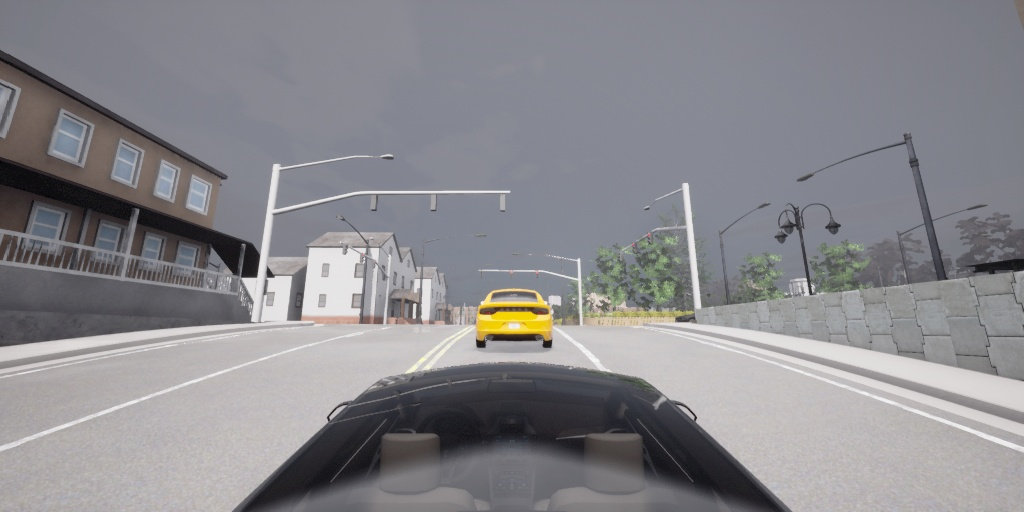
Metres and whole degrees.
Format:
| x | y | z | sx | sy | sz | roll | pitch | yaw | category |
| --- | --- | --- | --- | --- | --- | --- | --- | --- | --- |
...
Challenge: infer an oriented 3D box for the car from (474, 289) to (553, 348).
| x | y | z | sx | sy | sz | roll | pitch | yaw | category |
| --- | --- | --- | --- | --- | --- | --- | --- | --- | --- |
| 0.060 | 1.723 | 10.545 | 1.882 | 1.535 | 5.008 | 0 | -7 | 0 | car |

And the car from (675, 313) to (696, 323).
| x | y | z | sx | sy | sz | roll | pitch | yaw | category |
| --- | --- | --- | --- | --- | --- | --- | --- | --- | --- |
| 16.458 | 5.261 | 30.409 | 5.008 | 1.535 | 1.882 | 0 | -12 | 1 | car |

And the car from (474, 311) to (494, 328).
| x | y | z | sx | sy | sz | roll | pitch | yaw | category |
| --- | --- | --- | --- | --- | --- | --- | --- | --- | --- |
| -3.662 | 8.485 | 47.392 | 2.150 | 2.045 | 5.566 | 0 | -12 | 0 | car |
